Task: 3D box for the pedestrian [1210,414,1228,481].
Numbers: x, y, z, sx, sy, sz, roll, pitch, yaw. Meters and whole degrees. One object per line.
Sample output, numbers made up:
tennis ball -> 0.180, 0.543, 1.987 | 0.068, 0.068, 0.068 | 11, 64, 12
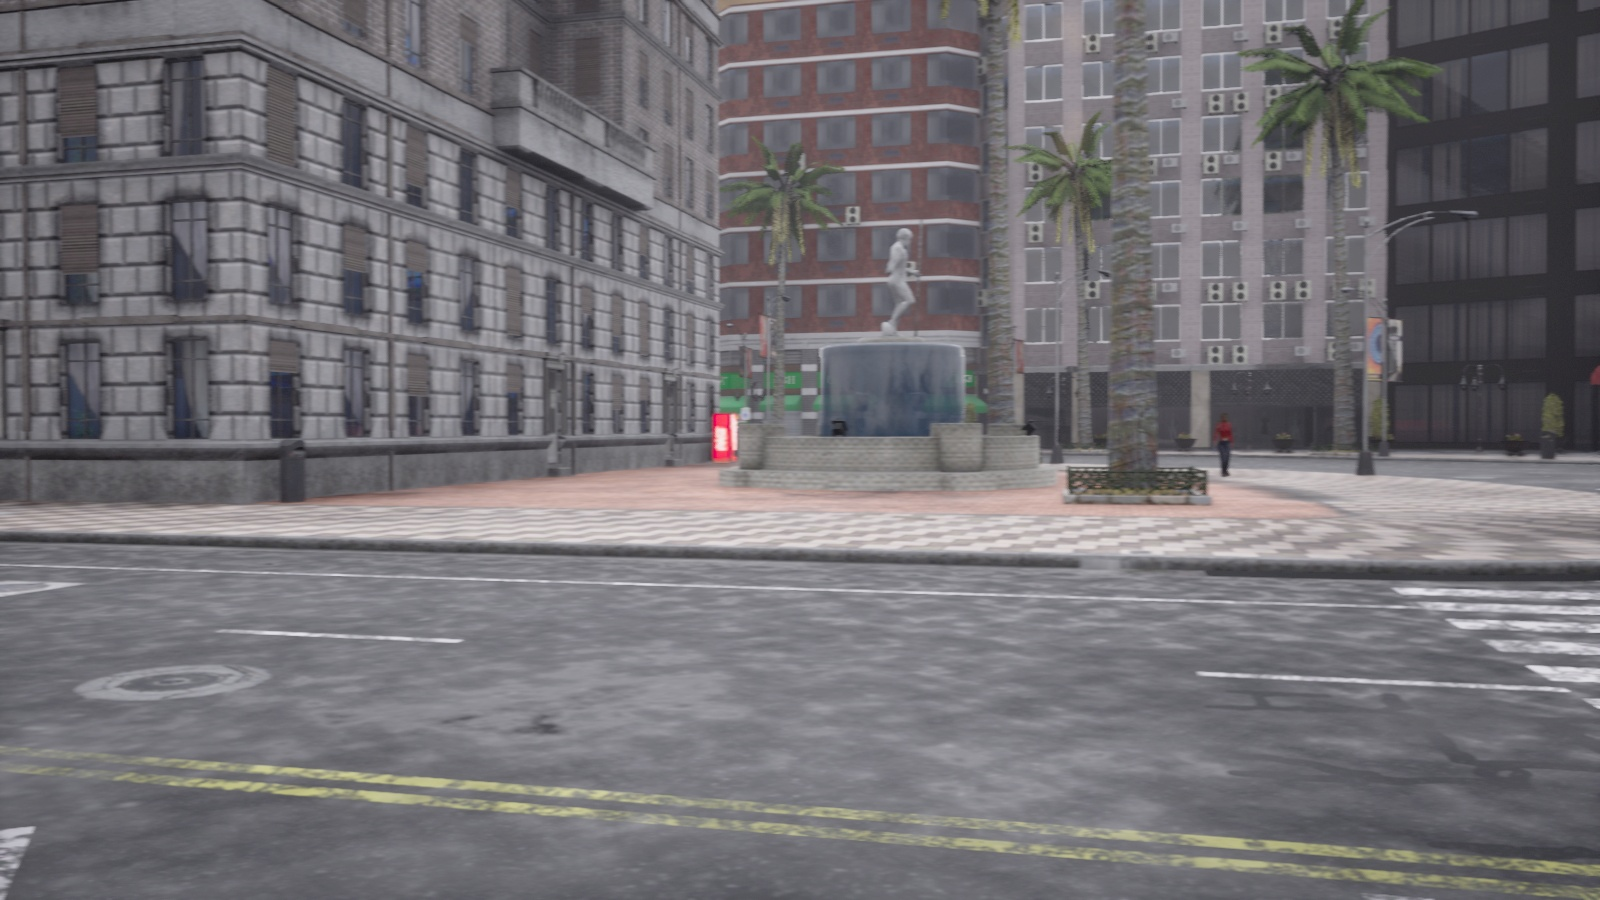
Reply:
pedestrian -> 11.700, -0.080, 35.051 | 0.331, 1.846, 0.636 | 0, 1, 6
